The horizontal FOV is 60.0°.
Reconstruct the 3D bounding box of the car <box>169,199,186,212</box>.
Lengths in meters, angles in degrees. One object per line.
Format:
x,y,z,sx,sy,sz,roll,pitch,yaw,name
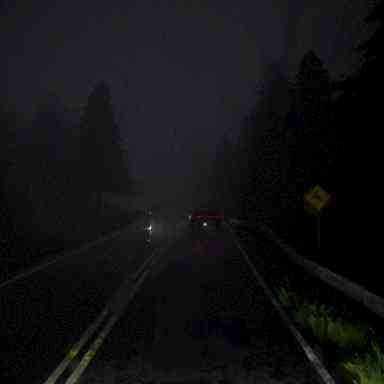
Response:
-2.087,1.647,41.957,1.837,1.490,4.892,2,-1,-18,car

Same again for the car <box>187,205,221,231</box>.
0.790,1.565,21.073,1.837,1.490,4.892,0,0,1,car

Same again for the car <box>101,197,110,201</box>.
-17.684,1.737,66.726,2.097,1.767,4.553,1,-4,-16,car

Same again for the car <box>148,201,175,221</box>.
-2.658,1.674,28.017,1.895,1.301,4.718,0,0,-4,car
